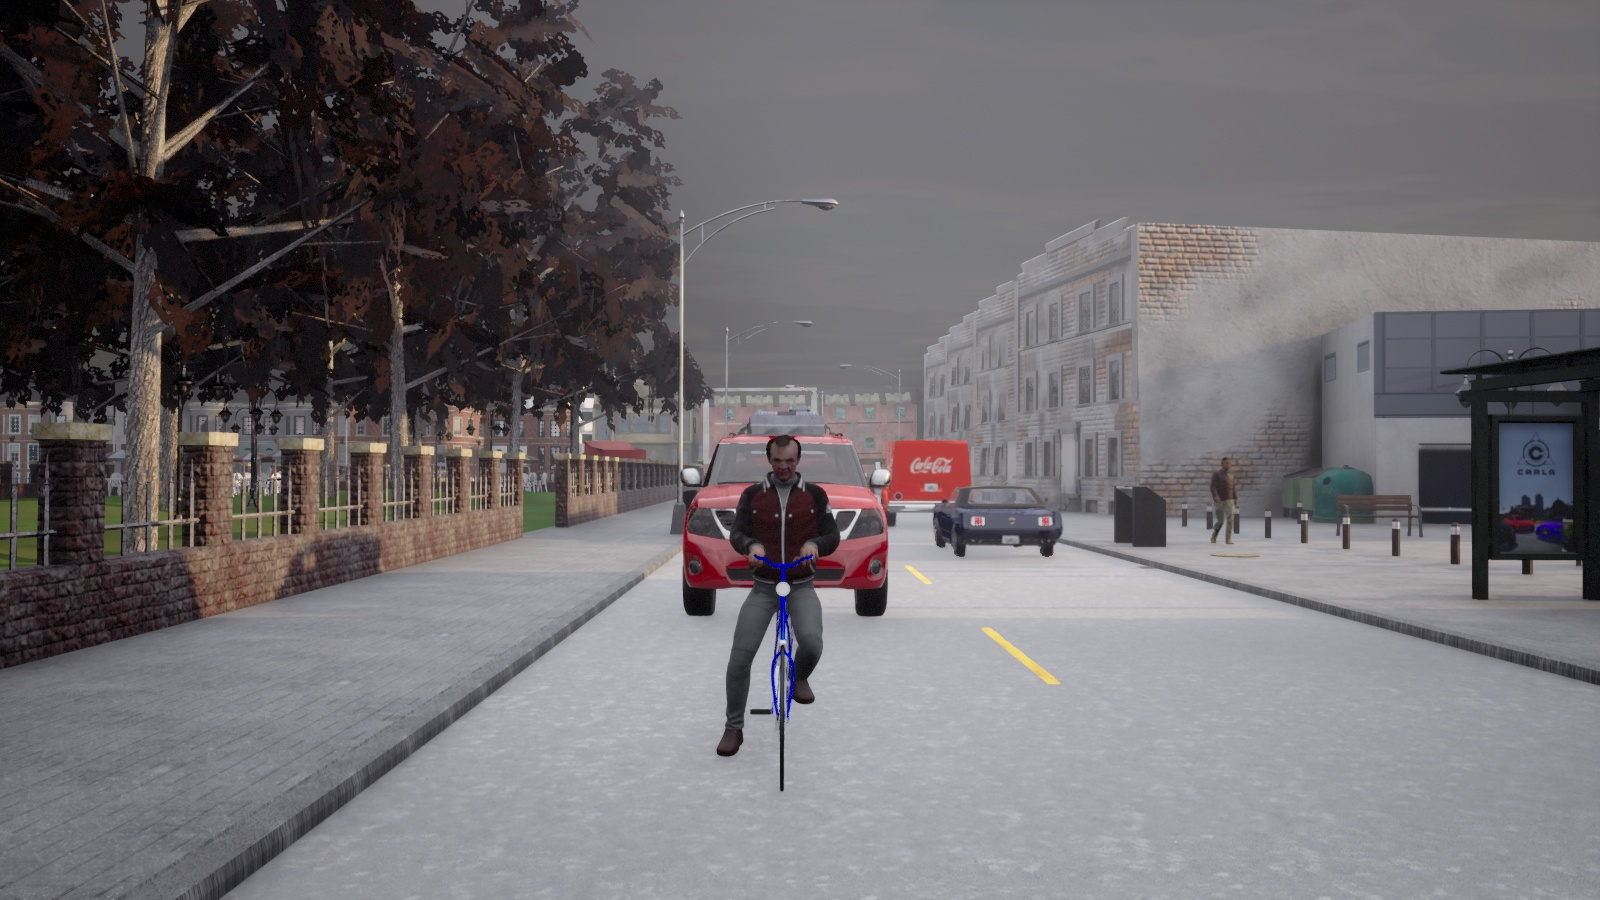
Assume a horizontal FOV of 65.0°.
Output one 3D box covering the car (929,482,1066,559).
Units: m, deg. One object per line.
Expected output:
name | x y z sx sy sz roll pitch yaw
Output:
car | 3.741 1.312 24.609 1.895 1.301 4.718 0 -1 -1

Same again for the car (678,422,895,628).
car | -0.171 0.791 15.308 2.150 2.045 5.566 0 -1 -1

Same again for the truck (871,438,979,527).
truck | 3.614 0.939 37.372 2.627 2.467 5.204 0 -1 -1

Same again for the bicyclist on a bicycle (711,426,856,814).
bicyclist on a bicycle | -0.083 0.798 6.689 0.659 1.776 1.843 0 -1 -1

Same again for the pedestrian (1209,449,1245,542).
pedestrian | 8.611 0.915 25.356 0.431 1.840 0.703 0 -1 -4

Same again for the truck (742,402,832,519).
truck | -0.473 0.408 45.149 2.891 3.827 8.468 0 -1 -1
